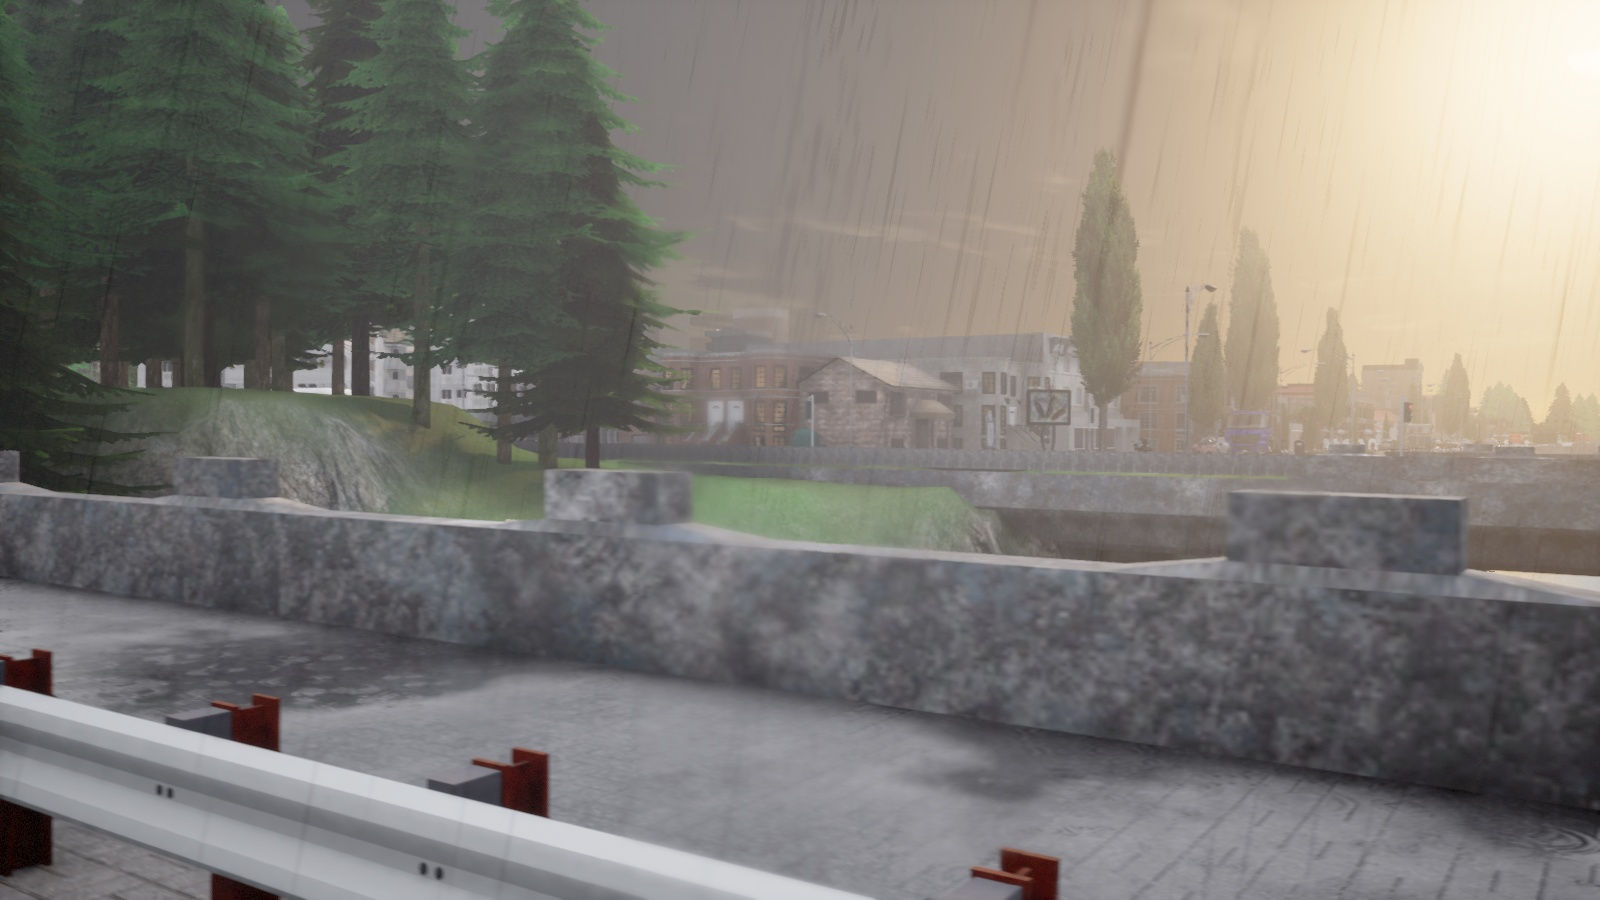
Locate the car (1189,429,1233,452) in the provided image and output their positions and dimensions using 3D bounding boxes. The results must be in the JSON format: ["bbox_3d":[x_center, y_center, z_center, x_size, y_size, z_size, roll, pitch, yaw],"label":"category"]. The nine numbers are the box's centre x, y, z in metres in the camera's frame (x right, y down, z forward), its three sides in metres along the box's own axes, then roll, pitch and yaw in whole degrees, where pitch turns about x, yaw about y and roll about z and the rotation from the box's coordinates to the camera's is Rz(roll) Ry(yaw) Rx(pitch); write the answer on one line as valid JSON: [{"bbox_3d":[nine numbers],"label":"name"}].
[{"bbox_3d":[26.888,-0.618,82.112,1.845,1.501,3.633,0,1,34],"label":"car"}]

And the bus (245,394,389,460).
[{"bbox_3d":[-33.032,-1.515,85.677,10.273,4.253,3.944,0,1,34],"label":"bus"}]

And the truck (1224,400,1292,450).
[{"bbox_3d":[33.795,-1.819,92.498,2.891,3.462,7.936,0,1,34],"label":"truck"}]

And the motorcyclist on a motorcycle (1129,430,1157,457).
[{"bbox_3d":[19.308,-0.374,70.719,0.866,1.530,2.191,0,1,34],"label":"motorcyclist on a motorcycle"}]
